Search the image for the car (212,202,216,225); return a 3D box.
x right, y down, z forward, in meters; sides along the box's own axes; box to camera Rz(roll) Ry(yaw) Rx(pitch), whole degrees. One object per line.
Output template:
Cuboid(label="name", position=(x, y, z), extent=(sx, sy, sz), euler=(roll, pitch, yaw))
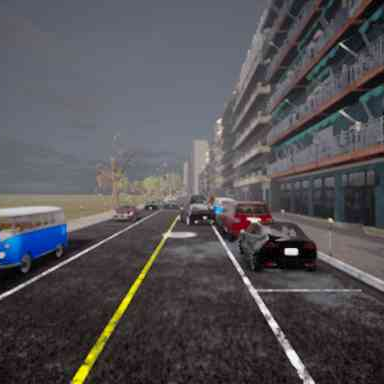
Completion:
Cuboid(label="car", position=(2.620, 1.620, 22.075), extent=(1.947, 1.339, 4.313), euler=(1, 0, 0))

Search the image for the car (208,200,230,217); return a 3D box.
Cuboid(label="car", position=(2.644, 1.607, 33.567), extent=(1.752, 1.417, 4.829), euler=(1, 0, 0))

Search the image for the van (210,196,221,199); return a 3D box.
Cuboid(label="van", position=(2.634, 1.409, 27.737), extent=(1.690, 1.788, 3.998), euler=(1, 0, 0))

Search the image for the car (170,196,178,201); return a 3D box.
Cuboid(label="car", position=(-5.111, 1.791, 95.089), extent=(2.008, 1.369, 4.403), euler=(1, 0, 0))

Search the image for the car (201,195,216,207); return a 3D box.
Cuboid(label="car", position=(2.692, 1.452, 56.042), extent=(2.192, 1.841, 5.009), euler=(1, 0, 0))

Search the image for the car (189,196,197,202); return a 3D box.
Cuboid(label="car", position=(0.157, 1.586, 76.082), extent=(1.812, 1.442, 4.674), euler=(0, 0, 0))

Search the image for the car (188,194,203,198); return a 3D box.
Cuboid(label="car", position=(0.465, 1.318, 40.407), extent=(2.150, 2.045, 5.566), euler=(0, 0, -5))

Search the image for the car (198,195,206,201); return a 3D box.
Cuboid(label="car", position=(2.760, 1.666, 90.007), extent=(1.967, 1.590, 4.097), euler=(1, 0, 0))

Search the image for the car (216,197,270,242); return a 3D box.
Cuboid(label="car", position=(2.611, 1.355, 16.415), extent=(2.192, 1.841, 5.009), euler=(1, 0, 0))

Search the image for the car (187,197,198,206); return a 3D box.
Cuboid(label="car", position=(0.126, 1.698, 61.081), extent=(2.033, 1.411, 5.357), euler=(0, 0, 0))

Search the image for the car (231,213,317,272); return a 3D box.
Cuboid(label="car", position=(2.596, 1.592, 10.753), extent=(1.947, 1.339, 4.313), euler=(1, 0, 0))

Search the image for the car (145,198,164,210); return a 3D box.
Cuboid(label="car", position=(-5.215, 1.674, 44.203), extent=(1.947, 1.339, 4.313), euler=(1, 0, 0))

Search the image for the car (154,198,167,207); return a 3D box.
Cuboid(label="car", position=(-5.192, 1.718, 55.511), extent=(1.802, 1.307, 4.206), euler=(1, 0, 0))

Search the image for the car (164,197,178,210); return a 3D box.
Cuboid(label="car", position=(-2.743, 1.674, 44.746), extent=(1.994, 1.385, 4.181), euler=(0, 0, 0))

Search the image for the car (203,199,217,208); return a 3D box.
Cuboid(label="car", position=(2.677, 1.705, 50.380), extent=(1.802, 1.307, 4.206), euler=(1, 0, 0))

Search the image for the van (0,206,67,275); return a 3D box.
Cuboid(label="van", position=(-5.282, 1.367, 10.279), extent=(1.690, 1.788, 3.998), euler=(1, 0, 0))

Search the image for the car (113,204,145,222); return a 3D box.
Cuboid(label="car", position=(-5.250, 1.649, 27.241), extent=(1.802, 1.307, 4.206), euler=(1, 0, 0))

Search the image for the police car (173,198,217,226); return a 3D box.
Cuboid(label="police car", position=(0.258, 1.485, 24.321), extent=(1.930, 1.638, 5.238), euler=(0, 0, -13))

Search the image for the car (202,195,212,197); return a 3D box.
Cuboid(label="car", position=(2.657, 1.410, 39.059), extent=(2.192, 1.841, 5.009), euler=(1, 0, 0))
